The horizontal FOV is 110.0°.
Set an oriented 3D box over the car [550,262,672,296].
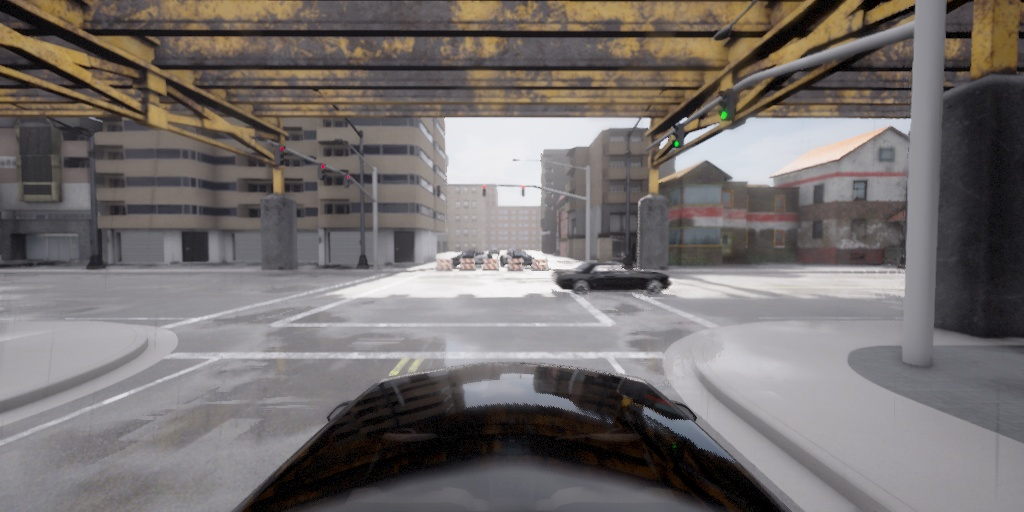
[{"bbox_3d":[4.045,0.915,14.962,4.718,1.301,1.895,0,2,-1],"label":"car"}]
